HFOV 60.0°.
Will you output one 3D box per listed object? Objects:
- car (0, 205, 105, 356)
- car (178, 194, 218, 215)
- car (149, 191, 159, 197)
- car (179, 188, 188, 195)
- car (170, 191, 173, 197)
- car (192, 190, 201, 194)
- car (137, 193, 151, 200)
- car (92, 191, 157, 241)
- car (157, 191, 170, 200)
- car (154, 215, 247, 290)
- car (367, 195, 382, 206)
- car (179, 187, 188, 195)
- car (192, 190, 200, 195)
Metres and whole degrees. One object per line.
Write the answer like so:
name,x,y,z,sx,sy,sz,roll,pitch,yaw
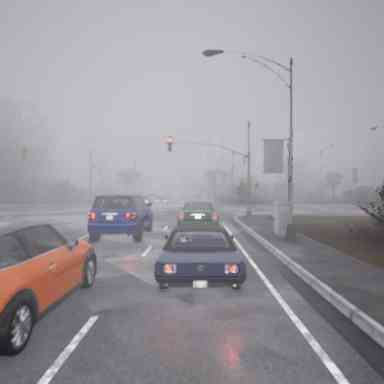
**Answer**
car,-3.329,1.304,6.146,2.097,1.767,4.553,0,1,1
car,0.316,1.193,17.910,2.097,1.767,4.553,0,1,1
car,-9.301,0.472,82.423,1.882,1.535,5.008,0,1,1
car,-2.272,0.451,84.836,2.128,1.511,4.902,0,2,0
car,-5.800,0.468,82.512,1.882,1.535,5.008,0,1,1
car,1.229,0.461,84.718,2.128,1.511,4.902,0,2,0
car,-9.547,0.917,66.427,1.895,1.301,4.718,0,1,1
car,-3.217,1.083,15.844,2.150,2.045,5.566,0,1,1
car,-6.049,0.841,66.551,1.812,1.442,4.674,0,1,1
car,0.192,1.531,8.835,1.895,1.301,4.718,0,1,1
car,25.059,0.812,42.205,5.566,2.045,2.150,0,1,-2
car,-2.501,-0.237,94.971,2.150,2.045,5.566,0,2,-7
car,0.998,0.178,95.141,1.994,1.385,4.181,0,2,-4
